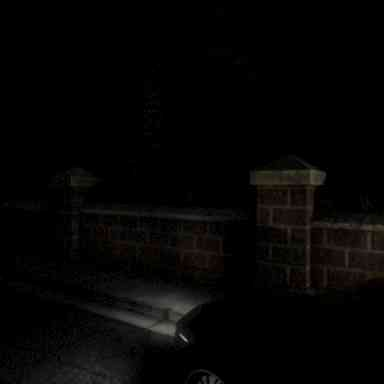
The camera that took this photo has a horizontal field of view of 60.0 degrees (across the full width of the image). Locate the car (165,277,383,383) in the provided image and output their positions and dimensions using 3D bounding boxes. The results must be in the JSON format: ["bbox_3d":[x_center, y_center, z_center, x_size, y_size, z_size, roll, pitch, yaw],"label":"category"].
[{"bbox_3d":[1.928,1.528,2.927,4.674,1.442,1.812,0,0,34],"label":"car"}]
